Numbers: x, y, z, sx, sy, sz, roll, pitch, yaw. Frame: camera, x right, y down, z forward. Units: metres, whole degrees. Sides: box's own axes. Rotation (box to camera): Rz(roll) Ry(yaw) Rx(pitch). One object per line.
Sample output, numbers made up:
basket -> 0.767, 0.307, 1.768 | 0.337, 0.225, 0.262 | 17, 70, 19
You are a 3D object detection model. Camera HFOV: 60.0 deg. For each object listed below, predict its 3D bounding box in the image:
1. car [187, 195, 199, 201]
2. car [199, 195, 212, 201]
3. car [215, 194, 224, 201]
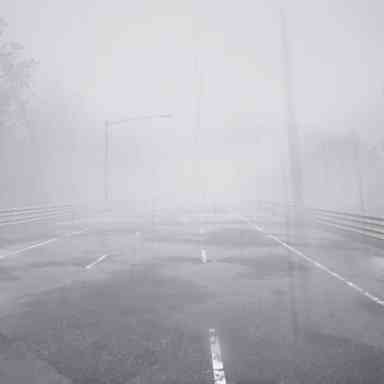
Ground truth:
car -> -0.063, 1.621, 85.755 | 2.033, 1.411, 5.357 | 0, 0, 7
car -> 3.467, 1.676, 85.835 | 1.895, 1.301, 4.718 | 0, 0, 7
car -> 7.028, 1.437, 86.204 | 2.097, 1.767, 4.553 | 0, 0, 7
